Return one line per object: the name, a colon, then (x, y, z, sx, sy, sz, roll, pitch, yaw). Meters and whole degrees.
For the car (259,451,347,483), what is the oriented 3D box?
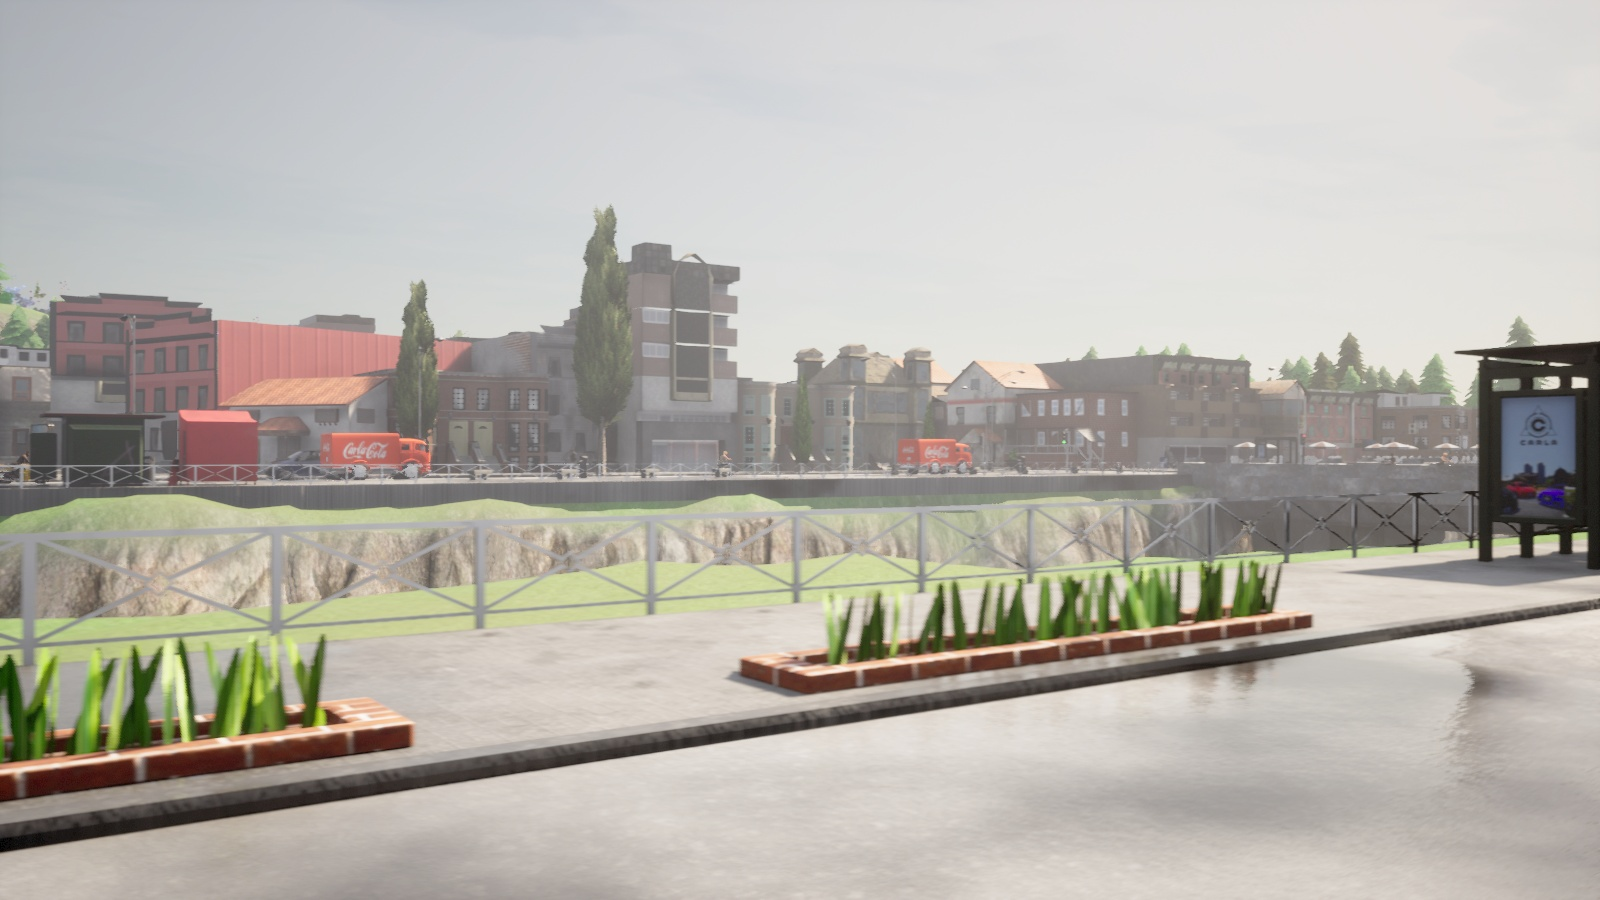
car: (-26.162, 0.860, 66.118, 3.988, 1.617, 1.851, 0, 0, -35)

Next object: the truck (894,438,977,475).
truck: (9.323, 0.448, 85.966, 5.204, 2.467, 2.627, 0, 0, -35)

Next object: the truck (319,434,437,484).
truck: (-21.642, 0.461, 64.395, 5.204, 2.467, 2.627, 0, 0, -35)

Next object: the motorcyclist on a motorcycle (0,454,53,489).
motorcyclist on a motorcycle: (-34.298, 0.936, 55.572, 2.044, 1.523, 0.797, 0, 0, -35)
